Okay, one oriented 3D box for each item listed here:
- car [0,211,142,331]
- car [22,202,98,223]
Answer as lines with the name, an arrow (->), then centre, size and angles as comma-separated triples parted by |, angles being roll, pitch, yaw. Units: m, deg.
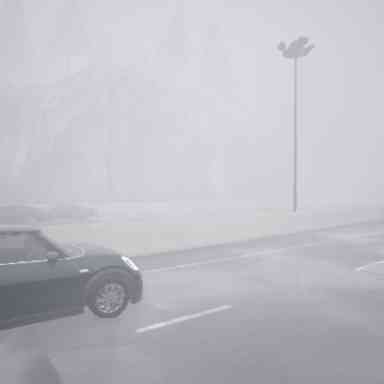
car -> -3.176, 1.362, 5.891 | 4.553, 1.767, 2.097 | 0, 0, -36
car -> -10.545, 1.609, 26.854 | 5.357, 1.411, 2.033 | 0, 0, -38
